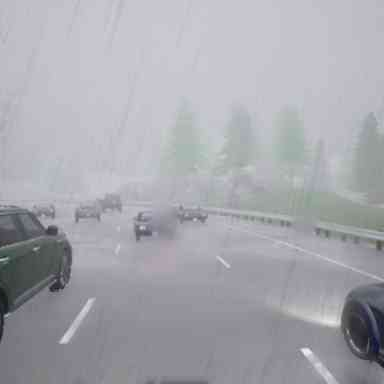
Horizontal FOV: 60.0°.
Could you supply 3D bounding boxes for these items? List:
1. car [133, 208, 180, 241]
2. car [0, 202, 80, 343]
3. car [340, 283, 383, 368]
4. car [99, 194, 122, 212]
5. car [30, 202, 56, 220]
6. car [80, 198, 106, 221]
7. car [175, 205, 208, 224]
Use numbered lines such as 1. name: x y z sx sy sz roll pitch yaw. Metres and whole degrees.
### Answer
1. car: -2.034 1.602 16.976 1.895 1.301 4.718 0 0 -12
2. car: -3.852 1.236 5.849 2.150 2.045 5.566 0 0 -5
3. car: 3.248 1.548 3.283 1.994 1.385 4.181 0 0 -2
4. car: -9.745 1.247 38.668 2.150 2.045 5.566 0 0 -27
5. car: -13.190 1.646 29.616 1.895 1.301 4.718 0 0 -23
6. car: -8.491 1.517 26.920 2.128 1.511 4.902 0 0 -19
7. car: -0.412 1.591 24.851 1.895 1.301 4.718 0 0 -16
